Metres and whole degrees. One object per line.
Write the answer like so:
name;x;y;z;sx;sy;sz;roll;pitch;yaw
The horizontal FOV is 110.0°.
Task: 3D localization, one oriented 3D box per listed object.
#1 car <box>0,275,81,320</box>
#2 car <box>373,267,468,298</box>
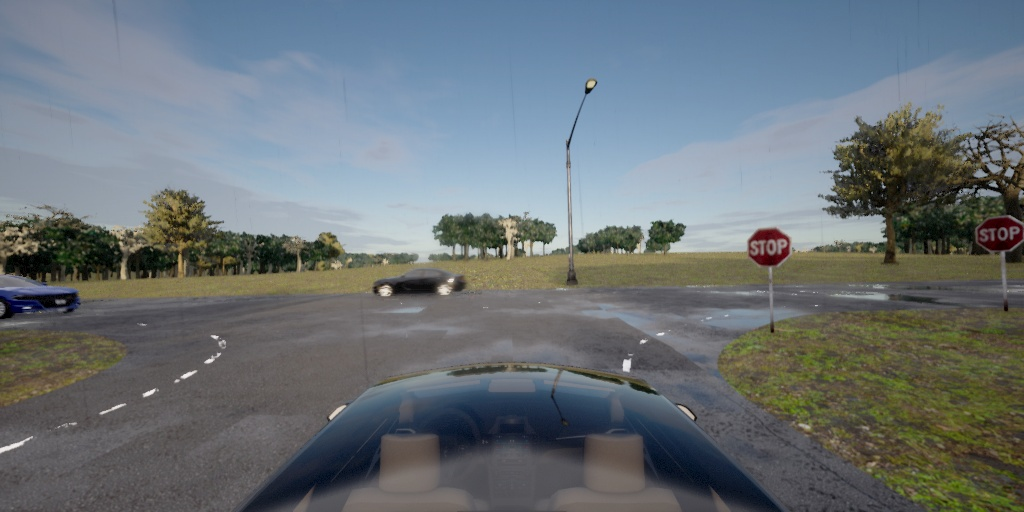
car;-18.121;1.368;12.407;5.008;1.535;1.882;-1;-2;0
car;-4.915;1.397;19.441;5.008;1.535;1.882;-1;-1;0
